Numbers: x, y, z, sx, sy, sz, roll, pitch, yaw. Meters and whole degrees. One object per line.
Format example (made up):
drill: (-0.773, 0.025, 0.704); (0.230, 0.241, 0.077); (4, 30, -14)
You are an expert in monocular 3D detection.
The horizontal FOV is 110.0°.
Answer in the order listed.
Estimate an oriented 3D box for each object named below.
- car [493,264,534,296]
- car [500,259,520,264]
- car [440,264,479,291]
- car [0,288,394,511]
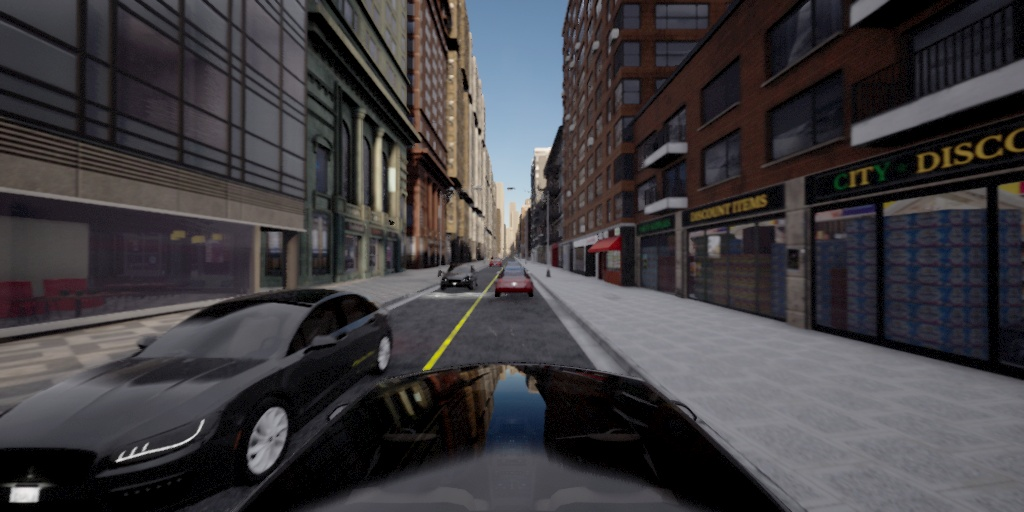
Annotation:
car: (0.102, 1.297, 19.130); (1.994, 1.385, 4.181); (0, 0, 0)
car: (0.100, 1.271, 35.563); (2.033, 1.411, 5.357); (0, 0, 0)
car: (-3.099, 1.235, 21.789); (1.837, 1.490, 4.892); (0, 0, 0)
car: (-3.060, 1.252, 4.690); (1.837, 1.490, 4.892); (0, 0, 0)
